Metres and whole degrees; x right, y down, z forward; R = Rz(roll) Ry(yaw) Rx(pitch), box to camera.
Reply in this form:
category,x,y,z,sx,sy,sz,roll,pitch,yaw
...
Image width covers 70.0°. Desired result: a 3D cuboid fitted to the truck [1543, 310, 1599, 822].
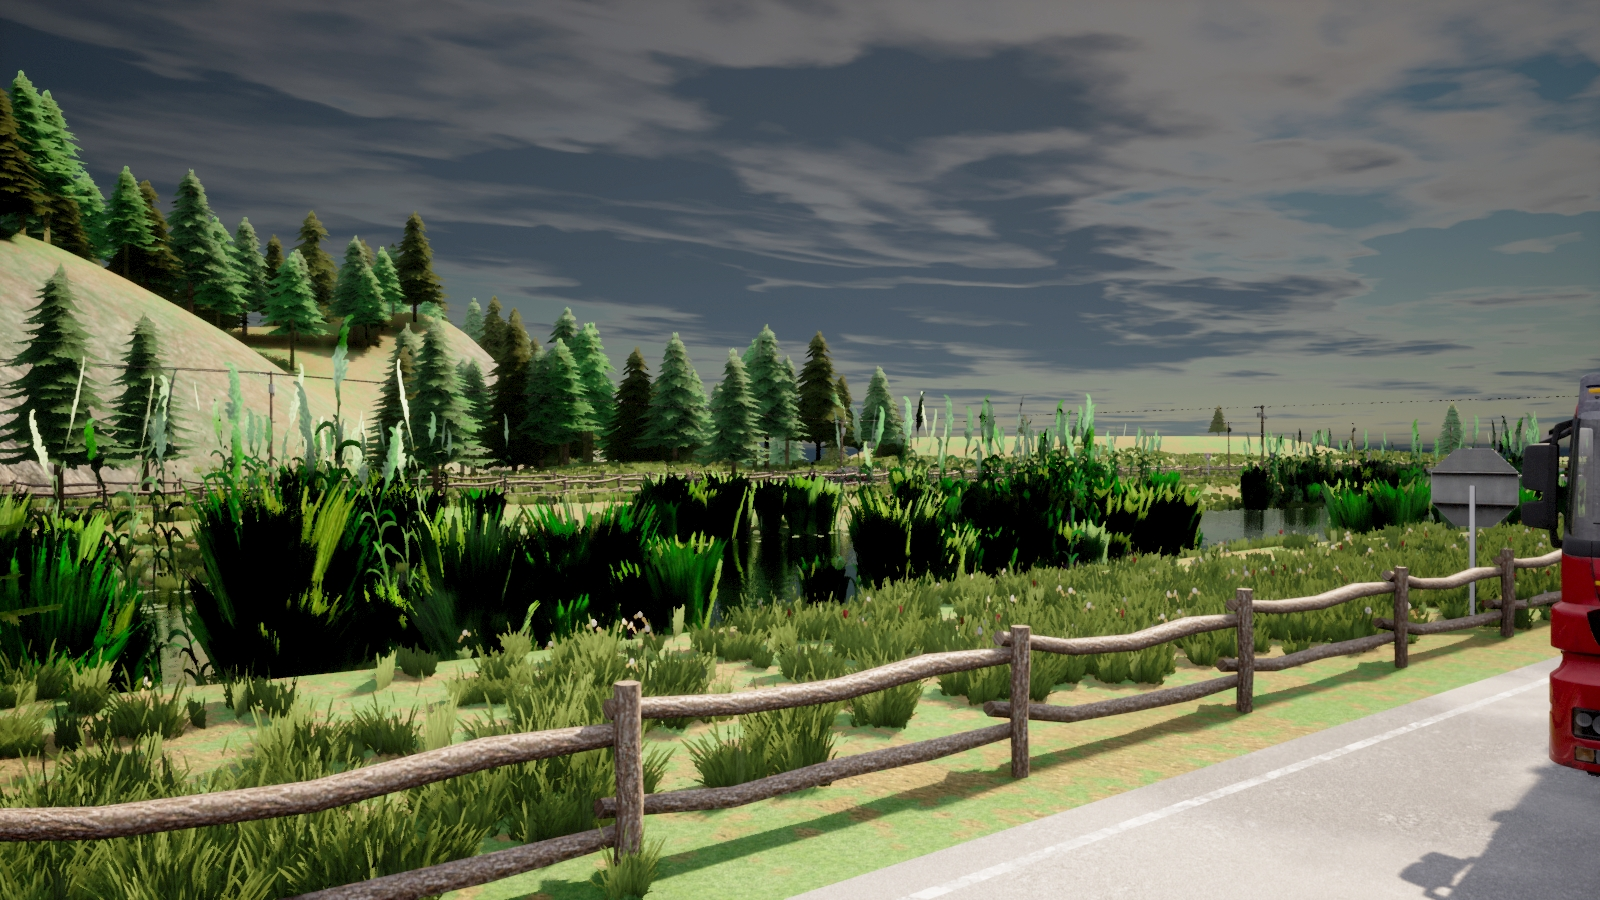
category,x,y,z,sx,sy,sz,roll,pitch,yaw
truck,9.599,0.862,10.978,2.891,3.827,8.468,0,0,42
